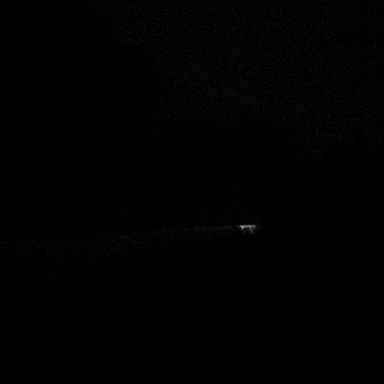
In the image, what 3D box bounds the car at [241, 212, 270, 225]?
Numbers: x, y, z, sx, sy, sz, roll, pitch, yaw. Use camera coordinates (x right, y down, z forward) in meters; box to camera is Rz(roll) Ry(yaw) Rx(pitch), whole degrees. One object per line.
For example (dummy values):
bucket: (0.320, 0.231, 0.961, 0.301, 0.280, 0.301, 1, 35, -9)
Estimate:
car: (7.495, 3.037, 39.101, 2.128, 1.511, 4.902, -3, -4, 35)
